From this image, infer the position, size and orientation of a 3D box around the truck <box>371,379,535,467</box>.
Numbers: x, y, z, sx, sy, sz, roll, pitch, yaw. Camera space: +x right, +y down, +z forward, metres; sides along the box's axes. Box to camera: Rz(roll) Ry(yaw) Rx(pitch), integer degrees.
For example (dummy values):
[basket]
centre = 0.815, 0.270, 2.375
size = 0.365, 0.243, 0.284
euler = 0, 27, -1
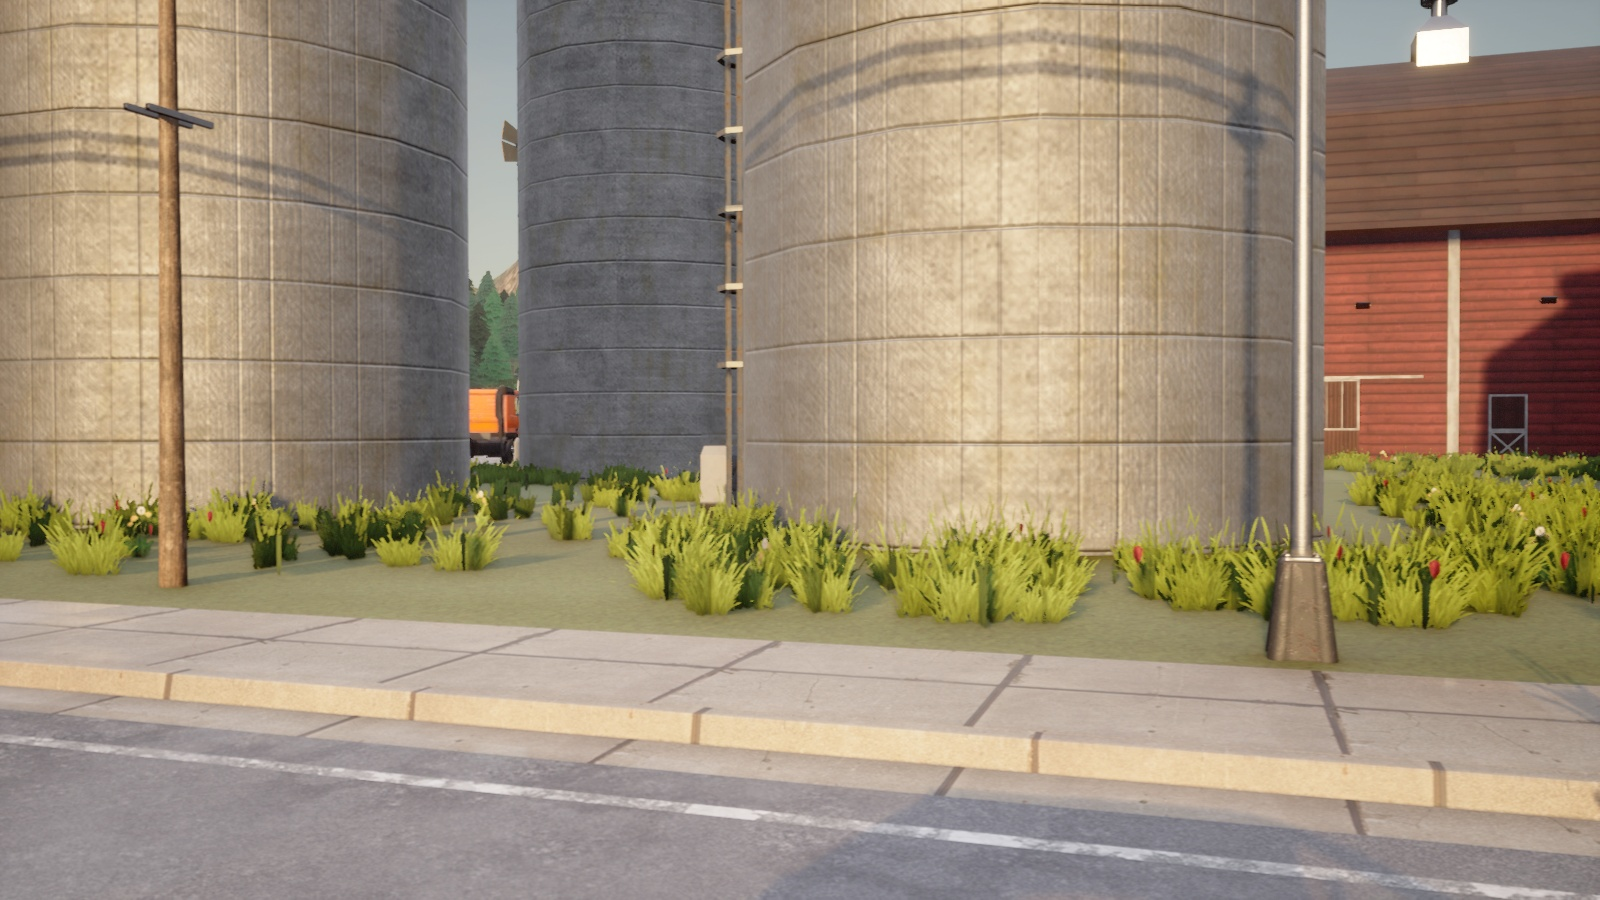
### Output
[truck]
centre = -14.574, -1.128, 53.546
size = 2.891, 3.462, 7.936
euler = 1, 1, 18
